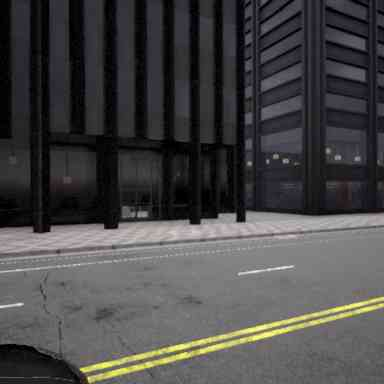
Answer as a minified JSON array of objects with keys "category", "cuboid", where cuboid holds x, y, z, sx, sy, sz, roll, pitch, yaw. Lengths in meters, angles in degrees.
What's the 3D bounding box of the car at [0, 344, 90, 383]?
[{"category":"car","cuboid":[-2.835,1.493,1.336,4.902,1.511,2.128,0,0,-27]}]
